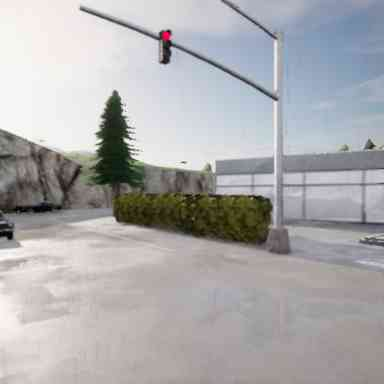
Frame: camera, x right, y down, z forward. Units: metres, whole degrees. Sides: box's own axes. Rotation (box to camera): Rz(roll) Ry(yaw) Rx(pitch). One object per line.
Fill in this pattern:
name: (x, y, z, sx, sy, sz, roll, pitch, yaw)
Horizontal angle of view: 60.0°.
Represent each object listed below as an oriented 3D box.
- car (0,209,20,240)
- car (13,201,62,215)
car: (-10.064, 1.599, 16.369, 1.895, 1.301, 4.718, 0, 0, -36)
car: (-15.952, 1.593, 34.492, 1.895, 1.301, 4.718, 0, 0, 27)
